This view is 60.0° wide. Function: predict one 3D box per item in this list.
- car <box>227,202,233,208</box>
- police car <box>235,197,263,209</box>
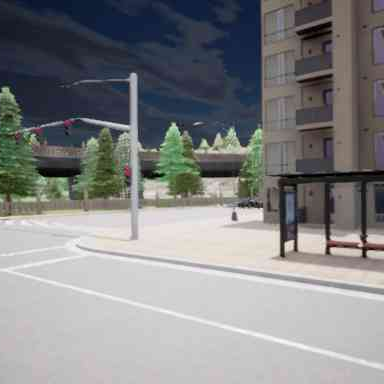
[{"bbox_3d":[7.888,1.807,52.204,4.718,1.301,1.895,0,0,-27],"label":"car"},{"bbox_3d":[9.194,1.600,49.237,5.238,1.638,1.930,0,0,-28],"label":"police car"}]
